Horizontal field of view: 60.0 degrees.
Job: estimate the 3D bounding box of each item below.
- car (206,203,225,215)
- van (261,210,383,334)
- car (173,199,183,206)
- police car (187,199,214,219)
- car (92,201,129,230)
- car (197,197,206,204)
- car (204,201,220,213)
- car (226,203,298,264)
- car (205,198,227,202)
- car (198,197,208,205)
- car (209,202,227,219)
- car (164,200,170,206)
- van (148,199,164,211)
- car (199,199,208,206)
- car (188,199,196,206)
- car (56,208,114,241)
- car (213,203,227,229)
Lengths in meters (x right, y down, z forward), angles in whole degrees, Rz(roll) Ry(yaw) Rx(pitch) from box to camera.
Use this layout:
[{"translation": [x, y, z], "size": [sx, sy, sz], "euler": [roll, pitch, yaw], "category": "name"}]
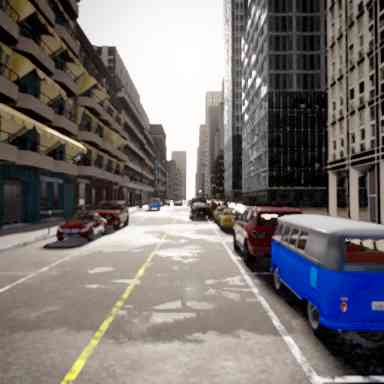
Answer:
[{"translation": [2.697, 1.988, 39.734], "size": [1.947, 1.339, 4.313], "euler": [1, -1, 0], "category": "car"}, {"translation": [2.705, 1.408, 6.603], "size": [1.690, 1.788, 3.998], "euler": [1, -1, 0], "category": "van"}, {"translation": [-3.008, 2.332, 71.801], "size": [1.812, 1.442, 4.674], "euler": [0, -1, 0], "category": "car"}, {"translation": [0.734, 1.779, 33.630], "size": [1.930, 1.638, 5.238], "euler": [0, -1, -4], "category": "police car"}, {"translation": [-5.677, 1.555, 23.170], "size": [2.192, 1.841, 5.009], "euler": [1, -1, 0], "category": "car"}, {"translation": [2.691, 2.440, 94.962], "size": [2.192, 1.841, 5.009], "euler": [1, -1, 0], "category": "car"}, {"translation": [2.696, 2.030, 45.257], "size": [1.887, 1.381, 4.507], "euler": [1, -1, 0], "category": "car"}, {"translation": [2.705, 1.438, 12.125], "size": [2.192, 1.841, 5.009], "euler": [1, -1, 0], "category": "car"}, {"translation": [2.701, 1.675, 34.214], "size": [2.192, 1.841, 5.009], "euler": [1, -1, 0], "category": "car"}, {"translation": [2.693, 2.289, 83.917], "size": [2.192, 1.841, 5.009], "euler": [1, -1, 0], "category": "car"}, {"translation": [2.699, 1.827, 28.860], "size": [1.752, 1.417, 4.829], "euler": [1, -1, 0], "category": "car"}, {"translation": [-5.689, 2.409, 72.868], "size": [1.802, 1.307, 4.206], "euler": [1, -1, 0], "category": "car"}, {"translation": [-5.681, 1.891, 50.782], "size": [1.690, 1.788, 3.998], "euler": [1, -1, 0], "category": "van"}, {"translation": [2.691, 2.466, 78.391], "size": [1.947, 1.339, 4.313], "euler": [1, -1, 0], "category": "car"}, {"translation": [-0.009, 2.157, 70.315], "size": [1.812, 1.442, 4.674], "euler": [0, -1, 0], "category": "car"}, {"translation": [-5.680, 1.762, 17.645], "size": [1.802, 1.307, 4.206], "euler": [1, -1, 0], "category": "car"}, {"translation": [2.700, 1.767, 23.338], "size": [1.752, 1.417, 4.829], "euler": [1, -1, 0], "category": "car"}]
